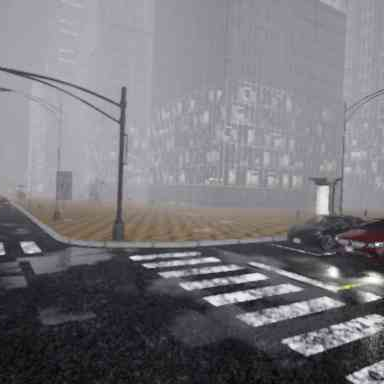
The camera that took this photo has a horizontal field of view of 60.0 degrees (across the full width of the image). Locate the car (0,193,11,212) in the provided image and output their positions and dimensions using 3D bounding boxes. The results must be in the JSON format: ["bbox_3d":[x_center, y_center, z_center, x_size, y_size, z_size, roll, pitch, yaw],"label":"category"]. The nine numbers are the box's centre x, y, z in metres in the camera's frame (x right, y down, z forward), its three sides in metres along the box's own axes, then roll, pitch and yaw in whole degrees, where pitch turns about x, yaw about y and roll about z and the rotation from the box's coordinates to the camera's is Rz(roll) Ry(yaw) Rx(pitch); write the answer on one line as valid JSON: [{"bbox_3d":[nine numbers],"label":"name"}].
[{"bbox_3d":[-16.519,0.981,28.431,1.887,1.381,4.507,1,0,-31],"label":"car"}]

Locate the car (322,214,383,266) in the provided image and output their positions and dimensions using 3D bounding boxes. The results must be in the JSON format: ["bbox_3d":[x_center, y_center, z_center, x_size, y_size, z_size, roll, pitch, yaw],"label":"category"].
[{"bbox_3d":[7.140,1.658,11.957,4.674,1.442,1.812,2,1,-30],"label":"car"}]

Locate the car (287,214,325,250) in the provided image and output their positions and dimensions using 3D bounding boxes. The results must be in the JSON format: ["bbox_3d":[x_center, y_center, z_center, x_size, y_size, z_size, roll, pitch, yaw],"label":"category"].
[{"bbox_3d":[6.050,1.626,14.328,4.313,1.339,1.947,2,1,-31],"label":"car"}]
